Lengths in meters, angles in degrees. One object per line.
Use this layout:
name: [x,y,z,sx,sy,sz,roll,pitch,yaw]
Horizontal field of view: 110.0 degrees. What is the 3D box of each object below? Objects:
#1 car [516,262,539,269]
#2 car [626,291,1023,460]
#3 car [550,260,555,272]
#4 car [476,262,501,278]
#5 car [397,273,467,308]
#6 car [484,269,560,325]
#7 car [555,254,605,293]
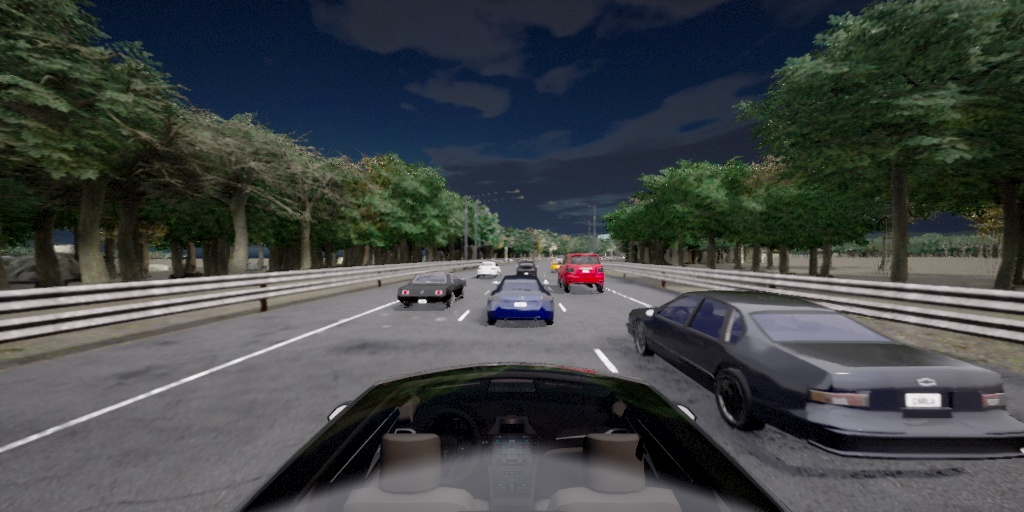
car: [1.388,1.239,32.658,1.837,1.490,4.892,0,0,4]
car: [3.440,1.250,5.504,2.033,1.411,5.357,0,0,0]
car: [5.830,1.165,44.566,1.882,1.535,5.008,0,0,6]
car: [-2.082,1.256,33.191,1.812,1.442,4.674,0,0,4]
car: [-3.128,1.342,15.077,1.895,1.301,4.718,0,0,2]
car: [0.288,1.310,11.898,1.994,1.385,4.181,0,0,1]
car: [3.970,0.896,21.182,2.150,2.045,5.566,0,0,3]
